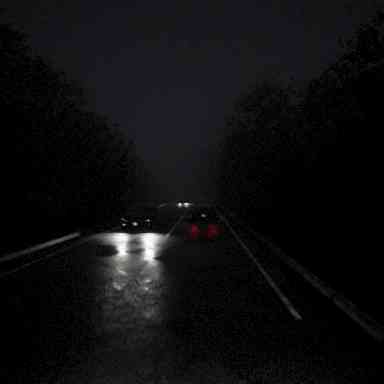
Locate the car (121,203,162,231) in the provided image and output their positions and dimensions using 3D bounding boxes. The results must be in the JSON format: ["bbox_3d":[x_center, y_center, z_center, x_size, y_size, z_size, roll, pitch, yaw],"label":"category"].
[{"bbox_3d":[-2.974,1.460,20.293,1.837,1.490,4.892,0,0,2],"label":"car"}]

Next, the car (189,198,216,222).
[{"bbox_3d":[0.912,1.500,26.250,1.812,1.442,4.674,0,0,2],"label":"car"}]

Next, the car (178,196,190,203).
[{"bbox_3d":[-1.497,1.464,63.018,1.994,1.385,4.181,0,0,2],"label":"car"}]
